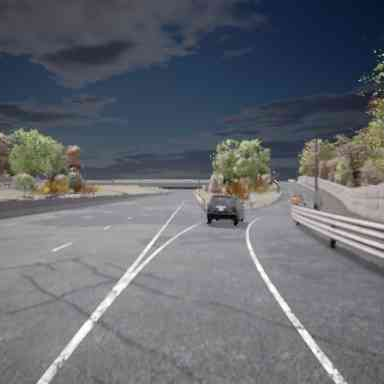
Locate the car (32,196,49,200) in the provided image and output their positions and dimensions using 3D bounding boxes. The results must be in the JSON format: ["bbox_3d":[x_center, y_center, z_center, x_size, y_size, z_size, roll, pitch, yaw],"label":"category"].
[{"bbox_3d":[-24.533,1.377,54.413,1.882,1.535,5.008,0,0,1],"label":"car"}]

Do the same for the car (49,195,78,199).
[{"bbox_3d":[-21.039,1.391,54.675,2.128,1.511,4.902,0,0,1],"label":"car"}]

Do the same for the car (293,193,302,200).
[{"bbox_3d":[26.321,1.060,82.910,1.837,1.490,4.892,0,4,19],"label":"car"}]

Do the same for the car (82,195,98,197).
[{"bbox_3d":[-21.000,1.407,70.801,2.128,1.511,4.902,0,0,0],"label":"car"}]

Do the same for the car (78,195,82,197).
[{"bbox_3d":[-24.500,1.360,70.563,1.882,1.535,5.008,0,0,0],"label":"car"}]

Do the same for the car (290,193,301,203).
[{"bbox_3d":[22.813,1.534,73.402,2.097,1.767,4.553,0,3,20],"label":"car"}]

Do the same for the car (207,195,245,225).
[{"bbox_3d":[2.543,1.238,24.312,2.150,2.045,5.566,2,0,14],"label":"car"}]
